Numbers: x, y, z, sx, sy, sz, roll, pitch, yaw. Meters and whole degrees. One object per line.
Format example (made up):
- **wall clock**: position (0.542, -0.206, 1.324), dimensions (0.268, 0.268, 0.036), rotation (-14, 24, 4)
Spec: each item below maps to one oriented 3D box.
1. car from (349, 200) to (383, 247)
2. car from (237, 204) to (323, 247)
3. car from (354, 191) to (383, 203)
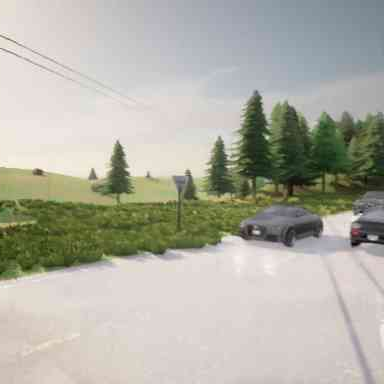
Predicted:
- **car**: position (7.247, 1.227, 12.210), dimensions (1.812, 1.442, 4.674), rotation (2, 2, 42)
- **car**: position (3.628, 1.211, 13.303), dimensions (1.994, 1.385, 4.181), rotation (2, 3, 42)
- **car**: position (13.154, 0.713, 23.711), dimensions (2.097, 1.767, 4.553), rotation (2, 3, 42)
